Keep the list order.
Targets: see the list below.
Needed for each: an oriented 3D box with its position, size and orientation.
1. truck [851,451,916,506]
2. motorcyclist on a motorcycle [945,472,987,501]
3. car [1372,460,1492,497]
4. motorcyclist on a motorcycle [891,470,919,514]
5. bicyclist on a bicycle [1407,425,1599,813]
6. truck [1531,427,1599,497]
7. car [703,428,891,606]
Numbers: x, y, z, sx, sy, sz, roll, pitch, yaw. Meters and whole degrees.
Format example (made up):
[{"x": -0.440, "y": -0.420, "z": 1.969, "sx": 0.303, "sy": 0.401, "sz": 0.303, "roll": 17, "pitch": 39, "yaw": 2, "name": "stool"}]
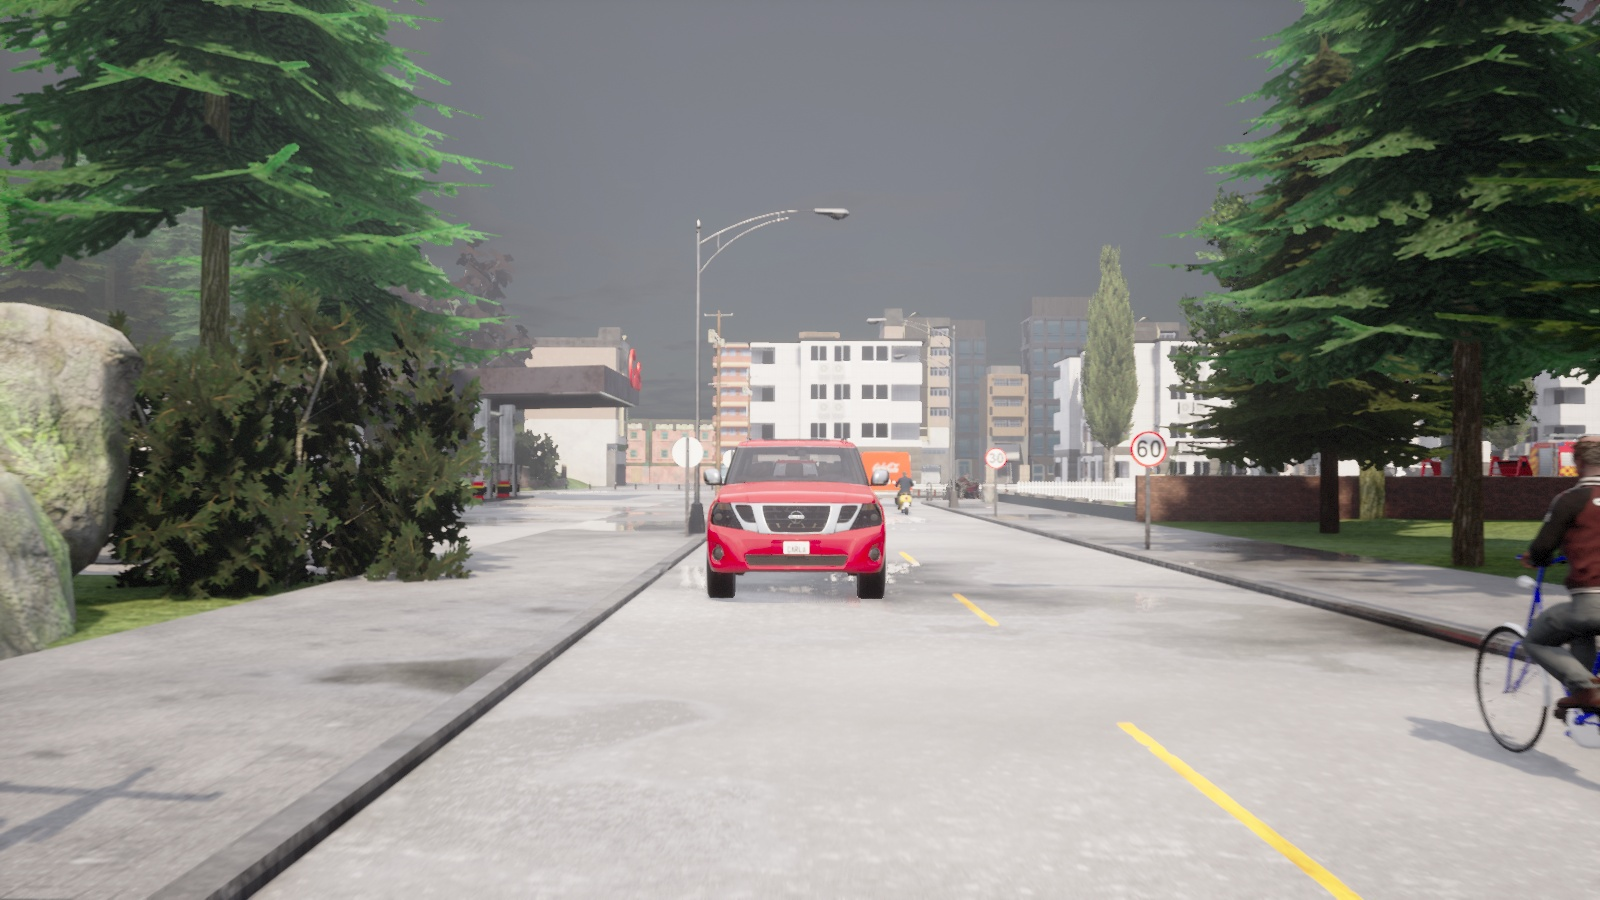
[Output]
[{"x": 3.804, "y": 1.306, "z": 58.205, "sx": 2.627, "sy": 2.467, "sz": 5.204, "roll": 0, "pitch": -1, "yaw": 0, "name": "truck"}, {"x": 9.179, "y": 1.997, "z": 69.331, "sx": 2.191, "sy": 1.530, "sz": 0.866, "roll": 0, "pitch": 0, "yaw": -25, "name": "motorcyclist on a motorcycle"}, {"x": 35.161, "y": 1.587, "z": 69.989, "sx": 5.566, "sy": 2.045, "sz": 2.150, "roll": 0, "pitch": -1, "yaw": 0, "name": "car"}, {"x": 3.850, "y": 1.541, "z": 46.199, "sx": 0.866, "sy": 1.590, "sz": 1.817, "roll": 0, "pitch": -1, "yaw": 0, "name": "motorcyclist on a motorcycle"}, {"x": 3.984, "y": 0.782, "z": 6.619, "sx": 0.659, "sy": 1.776, "sz": 1.843, "roll": 0, "pitch": -1, "yaw": 0, "name": "bicyclist on a bicycle"}, {"x": 45.838, "y": 0.661, "z": 70.022, "sx": 8.468, "sy": 3.827, "sz": 2.891, "roll": 0, "pitch": -1, "yaw": 0, "name": "truck"}, {"x": -0.043, "y": 0.830, "z": 17.234, "sx": 2.150, "sy": 2.045, "sz": 5.566, "roll": 0, "pitch": -1, "yaw": 0, "name": "car"}]
